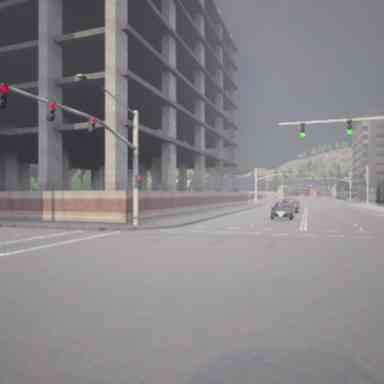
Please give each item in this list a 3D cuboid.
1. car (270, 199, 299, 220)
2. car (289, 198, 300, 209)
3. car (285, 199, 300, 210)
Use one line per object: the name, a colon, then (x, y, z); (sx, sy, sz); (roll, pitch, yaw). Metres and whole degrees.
car: (8.179, 1.660, 29.875); (2.128, 1.511, 4.902); (0, 0, 20)
car: (11.426, 1.571, 39.158); (2.097, 1.767, 4.553); (0, 0, 20)
car: (14.745, 1.796, 48.652); (1.812, 1.442, 4.674); (0, 0, 20)
